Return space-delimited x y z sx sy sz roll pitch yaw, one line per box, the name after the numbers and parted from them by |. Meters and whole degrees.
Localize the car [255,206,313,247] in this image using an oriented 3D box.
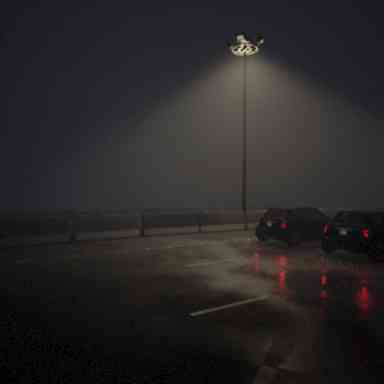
5.219 1.451 15.612 4.553 1.767 2.097 1 0 -30 | car

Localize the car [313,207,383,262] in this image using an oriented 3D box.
7.107 1.450 12.664 4.553 1.767 2.097 1 0 -30 | car
